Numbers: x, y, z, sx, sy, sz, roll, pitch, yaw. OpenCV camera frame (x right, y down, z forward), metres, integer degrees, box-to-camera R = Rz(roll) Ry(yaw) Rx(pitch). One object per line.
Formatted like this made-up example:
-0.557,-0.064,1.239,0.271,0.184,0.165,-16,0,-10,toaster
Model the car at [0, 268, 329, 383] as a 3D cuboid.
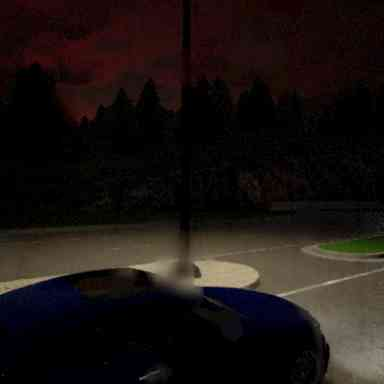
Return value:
-0.579,1.541,3.333,4.674,1.442,1.812,1,0,-35,car
